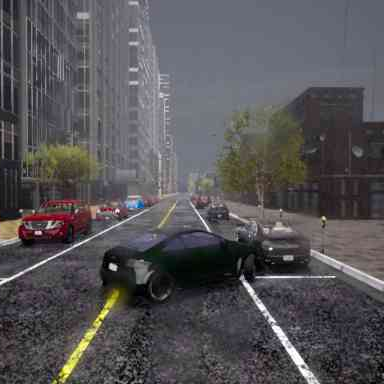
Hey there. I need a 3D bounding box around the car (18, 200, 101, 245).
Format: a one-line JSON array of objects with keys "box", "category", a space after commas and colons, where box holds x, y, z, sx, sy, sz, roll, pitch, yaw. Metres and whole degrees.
[{"box": [-6.193, 1.310, 15.761, 2.192, 1.841, 5.009, -1, 0, -2], "category": "car"}]

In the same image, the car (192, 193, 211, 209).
[{"box": [1.534, 1.301, 44.367, 2.192, 1.841, 5.009, -1, 0, -2], "category": "car"}]

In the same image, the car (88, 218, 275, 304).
[{"box": [-0.106, 1.557, 8.276, 4.181, 1.385, 1.994, 0, 0, -39], "category": "car"}]

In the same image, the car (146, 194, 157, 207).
[{"box": [-6.990, 1.298, 49.688, 2.192, 1.841, 5.009, -1, 0, -2], "category": "car"}]

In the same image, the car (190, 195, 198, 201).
[{"box": [0.512, 1.537, 83.095, 1.947, 1.339, 4.313, -1, 0, -2], "category": "car"}]

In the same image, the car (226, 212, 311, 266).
[{"box": [2.547, 1.548, 11.175, 2.008, 1.369, 4.403, -1, 0, -2], "category": "car"}]

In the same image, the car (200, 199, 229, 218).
[{"box": [2.009, 1.543, 27.035, 2.008, 1.369, 4.403, -1, 0, -2], "category": "car"}]

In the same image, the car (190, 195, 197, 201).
[{"box": [0.365, 1.551, 88.628, 1.802, 1.307, 4.206, -1, 0, -2], "category": "car"}]

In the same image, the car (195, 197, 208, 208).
[{"box": [1.387, 1.509, 50.070, 1.752, 1.417, 4.829, -1, 0, -2], "category": "car"}]

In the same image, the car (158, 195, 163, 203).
[{"box": [-7.426, 1.522, 66.287, 1.887, 1.381, 4.507, -1, 0, -2], "category": "car"}]

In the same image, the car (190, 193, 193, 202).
[{"box": [0.801, 1.290, 72.030, 2.192, 1.841, 5.009, -1, 0, -2], "category": "car"}]

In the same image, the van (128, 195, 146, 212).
[{"box": [-6.696, 1.329, 38.622, 1.690, 1.788, 3.998, -1, 0, -2], "category": "van"}]

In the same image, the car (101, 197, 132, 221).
[{"box": [-6.394, 1.432, 26.829, 1.967, 1.590, 4.097, -1, 0, -2], "category": "car"}]

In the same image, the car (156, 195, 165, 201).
[{"box": [-7.862, 1.496, 82.715, 1.752, 1.417, 4.829, -1, 0, -2], "category": "car"}]
